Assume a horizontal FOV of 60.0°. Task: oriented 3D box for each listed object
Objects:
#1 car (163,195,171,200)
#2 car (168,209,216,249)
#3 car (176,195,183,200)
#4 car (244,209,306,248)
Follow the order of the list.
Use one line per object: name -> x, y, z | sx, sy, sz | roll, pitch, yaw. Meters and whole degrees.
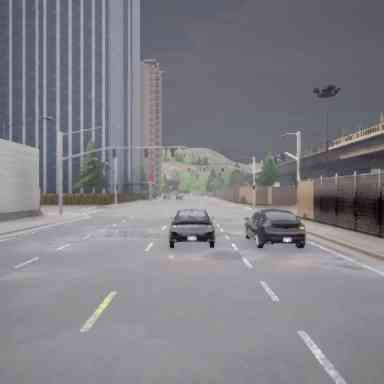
car -> -7.000, 1.501, 91.759 | 1.812, 1.442, 4.674 | 0, 0, 0
car -> 0.000, 1.494, 14.650 | 2.128, 1.511, 4.902 | 0, 0, 0
car -> -3.500, 1.454, 91.759 | 1.882, 1.535, 5.008 | 0, 0, 0
car -> 3.500, 1.515, 14.650 | 1.837, 1.490, 4.892 | 0, 0, 0
